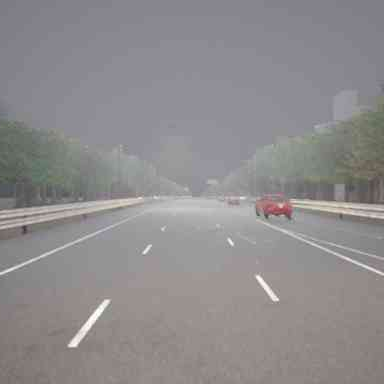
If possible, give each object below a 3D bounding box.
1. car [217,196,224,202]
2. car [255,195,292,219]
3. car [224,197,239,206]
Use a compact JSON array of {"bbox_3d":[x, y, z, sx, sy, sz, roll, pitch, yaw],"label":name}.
[{"bbox_3d":[7.126,1.761,81.045,2.128,1.511,4.902,0,-1,0],"label":"car"},{"bbox_3d":[7.005,1.236,28.926,2.150,2.045,5.566,0,0,0],"label":"car"},{"bbox_3d":[7.028,1.586,57.395,1.812,1.442,4.674,0,0,0],"label":"car"}]
